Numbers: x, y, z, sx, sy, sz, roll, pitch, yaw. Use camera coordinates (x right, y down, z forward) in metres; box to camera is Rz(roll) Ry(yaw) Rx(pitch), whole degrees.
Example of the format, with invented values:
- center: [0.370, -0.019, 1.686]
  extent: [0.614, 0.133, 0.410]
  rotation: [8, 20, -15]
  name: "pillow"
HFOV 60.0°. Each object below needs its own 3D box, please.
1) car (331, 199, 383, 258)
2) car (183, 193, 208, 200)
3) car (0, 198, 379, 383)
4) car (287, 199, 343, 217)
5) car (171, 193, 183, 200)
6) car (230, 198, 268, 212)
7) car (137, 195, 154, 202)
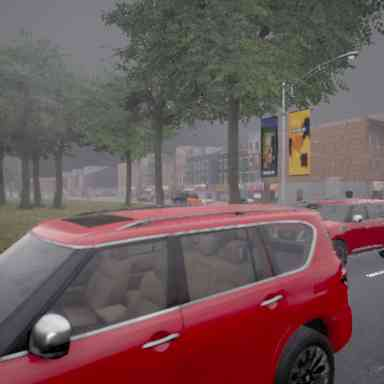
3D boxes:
- center: [4.921, 1.253, 11.210]
  extent: [5.566, 2.045, 2.150]
  rotation: [1, 0, -36]
  name: "car"
- center: [1.160, 1.267, 48.743]
  extent: [2.097, 1.767, 4.553]
  rotation: [1, 0, -35]
  name: "car"
- center: [-0.725, 1.214, 3.168]
  extent: [5.566, 2.045, 2.150]
  rotation: [-1, 1, -36]
  name: "car"
- center: [12.213, 1.562, 33.265]
  extent: [2.128, 1.511, 4.902]
  rotation: [1, 0, -36]
  name: "car"
- center: [-1.361, 1.112, 57.323]
  extent: [2.150, 2.045, 5.566]
  rotation: [1, 0, -36]
  name: "car"
- center: [6.883, 1.513, 40.721]
  extent: [1.812, 1.442, 4.674]
  rotation: [1, 0, -36]
  name: "car"
- center: [-9.758, 1.333, 69.049]
  extent: [2.128, 1.511, 4.902]
  rotation: [1, 0, -36]
  name: "car"
